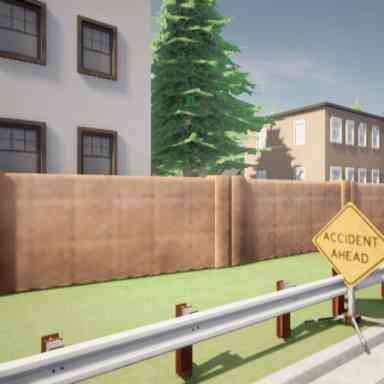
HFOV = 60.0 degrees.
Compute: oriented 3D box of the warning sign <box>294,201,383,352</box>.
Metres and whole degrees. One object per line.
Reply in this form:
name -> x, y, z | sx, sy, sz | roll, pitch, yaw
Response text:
warning sign -> 2.418, 1.087, 5.041 | 1.060, 1.860, 1.300 | 0, 0, -35
